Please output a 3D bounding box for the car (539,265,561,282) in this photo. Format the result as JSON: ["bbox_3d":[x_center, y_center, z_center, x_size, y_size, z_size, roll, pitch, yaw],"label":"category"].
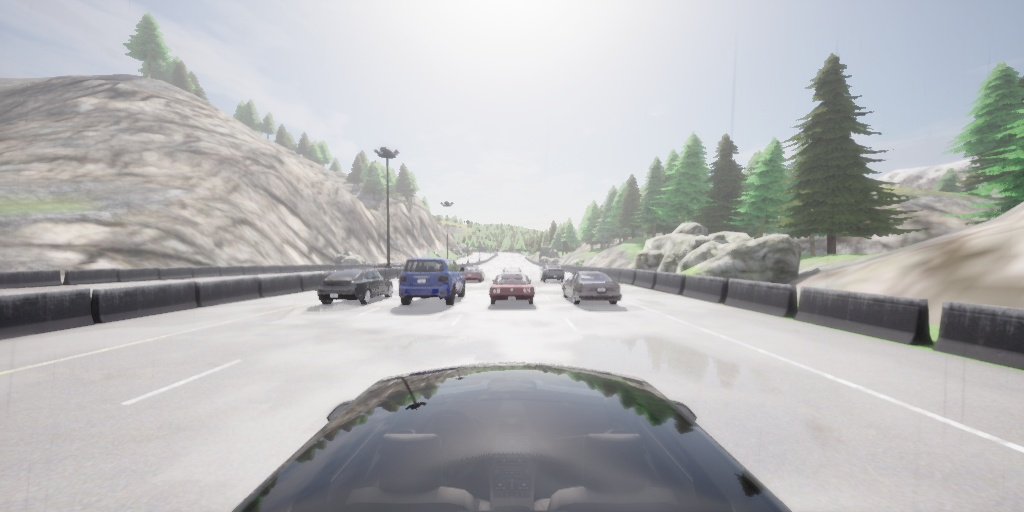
[{"bbox_3d":[3.500,1.499,31.543,2.128,1.511,4.902,0,-1,0],"label":"car"}]

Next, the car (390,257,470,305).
[{"bbox_3d":[-3.500,1.089,16.554,2.150,2.045,5.566,0,-1,0],"label":"car"}]

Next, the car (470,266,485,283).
[{"bbox_3d":[-3.500,1.576,31.544,1.994,1.385,4.181,0,-1,0],"label":"car"}]

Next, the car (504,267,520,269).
[{"bbox_3d":[0.000,1.620,31.573,1.895,1.301,4.718,0,-1,0],"label":"car"}]

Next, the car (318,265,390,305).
[{"bbox_3d":[-7.000,1.347,16.524,1.837,1.490,4.892,0,-1,0],"label":"car"}]

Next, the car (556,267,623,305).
[{"bbox_3d":[3.500,1.395,16.524,2.033,1.411,5.357,0,-1,0],"label":"car"}]

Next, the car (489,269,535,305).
[{"bbox_3d":[0.000,1.448,16.554,1.895,1.301,4.718,0,-1,0],"label":"car"}]
